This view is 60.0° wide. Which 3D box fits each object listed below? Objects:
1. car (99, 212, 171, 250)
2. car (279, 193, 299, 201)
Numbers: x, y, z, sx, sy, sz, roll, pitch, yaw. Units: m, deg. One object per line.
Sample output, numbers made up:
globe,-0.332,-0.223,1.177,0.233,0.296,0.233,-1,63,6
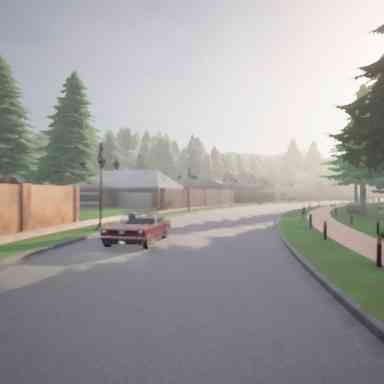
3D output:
car,-2.275,1.564,14.474,1.895,1.301,4.718,0,0,9
car,23.192,1.135,80.783,3.866,1.878,1.905,0,0,40
